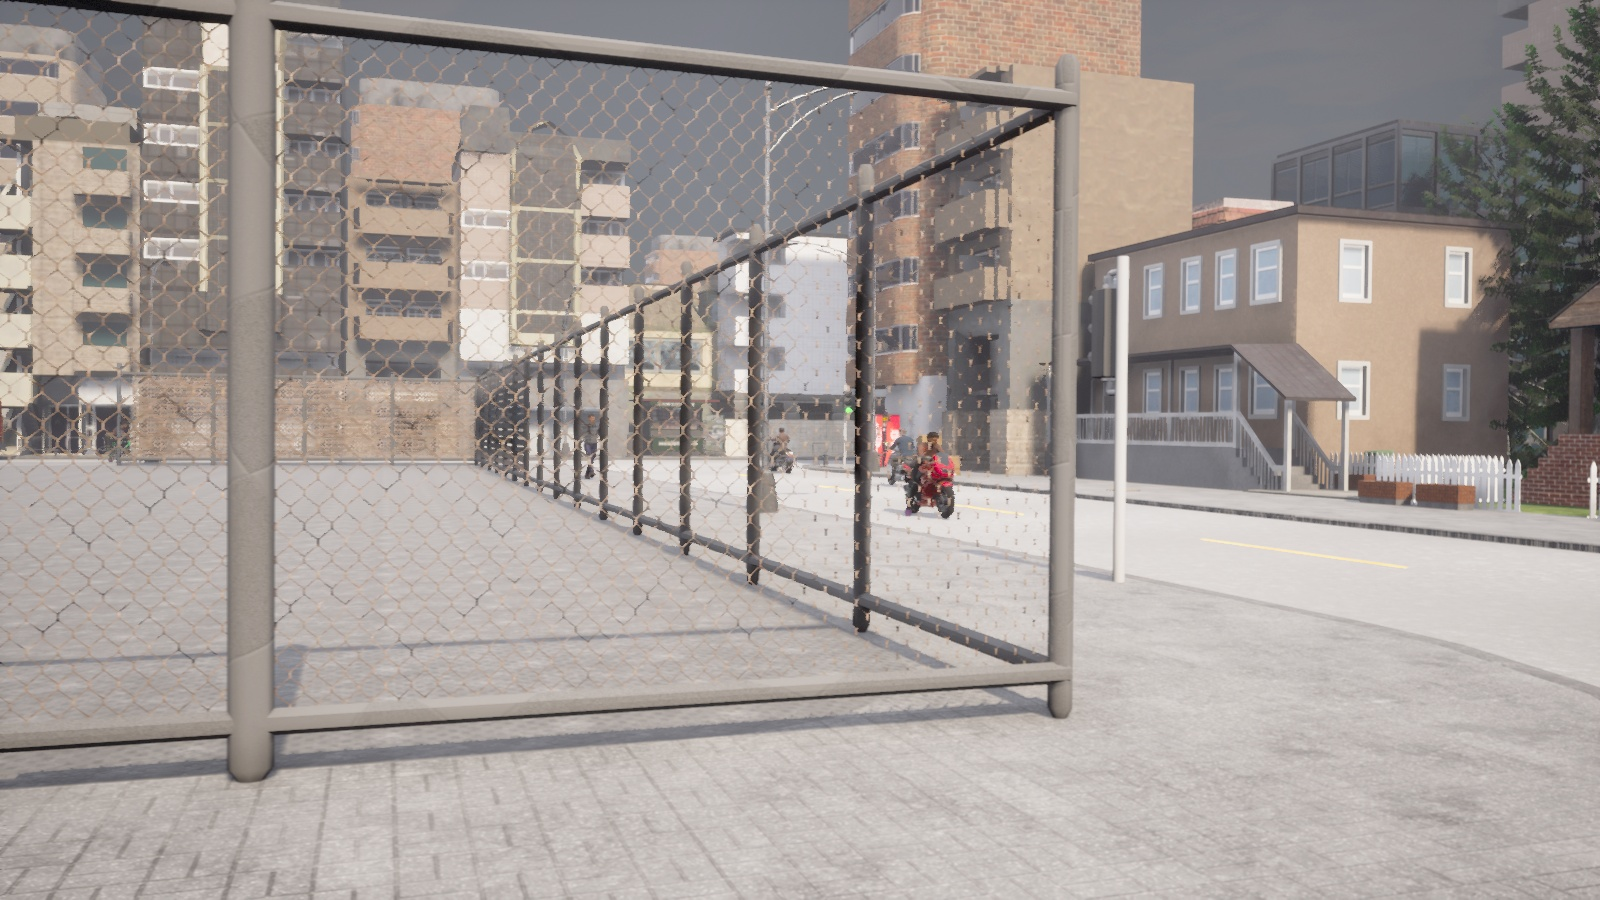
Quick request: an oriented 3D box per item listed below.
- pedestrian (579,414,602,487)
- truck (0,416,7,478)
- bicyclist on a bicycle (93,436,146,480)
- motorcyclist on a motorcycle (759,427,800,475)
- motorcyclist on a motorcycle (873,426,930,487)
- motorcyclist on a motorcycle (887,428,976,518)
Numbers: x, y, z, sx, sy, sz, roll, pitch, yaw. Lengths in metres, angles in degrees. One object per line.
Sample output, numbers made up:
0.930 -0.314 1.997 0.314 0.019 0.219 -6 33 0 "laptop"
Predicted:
-5.722 0.004 34.259 0.423 1.949 0.788 -1 1 -23 "pedestrian"
-34.185 -0.074 48.757 5.204 2.467 2.627 -1 1 -19 "truck"
-25.665 0.281 47.388 1.656 1.620 0.582 -1 1 -18 "bicyclist on a bicycle"
-0.746 0.014 44.273 0.766 1.649 2.350 -1 1 -18 "motorcyclist on a motorcycle"
2.717 0.148 33.850 0.866 1.590 1.817 -1 1 -18 "motorcyclist on a motorcycle"
2.313 0.374 22.373 0.797 1.523 2.044 -1 1 -18 "motorcyclist on a motorcycle"
